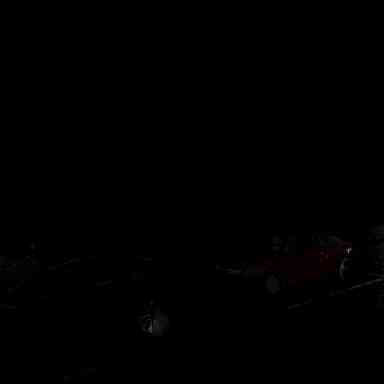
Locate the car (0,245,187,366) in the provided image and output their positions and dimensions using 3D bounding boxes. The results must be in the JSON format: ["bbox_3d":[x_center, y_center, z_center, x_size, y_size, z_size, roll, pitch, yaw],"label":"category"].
[{"bbox_3d":[-2.086,1.566,5.049,4.313,1.339,1.947,0,0,-36],"label":"car"}]

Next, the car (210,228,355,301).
[{"bbox_3d":[2.392,1.582,8.246,4.206,1.307,1.802,0,0,-36],"label":"car"}]
